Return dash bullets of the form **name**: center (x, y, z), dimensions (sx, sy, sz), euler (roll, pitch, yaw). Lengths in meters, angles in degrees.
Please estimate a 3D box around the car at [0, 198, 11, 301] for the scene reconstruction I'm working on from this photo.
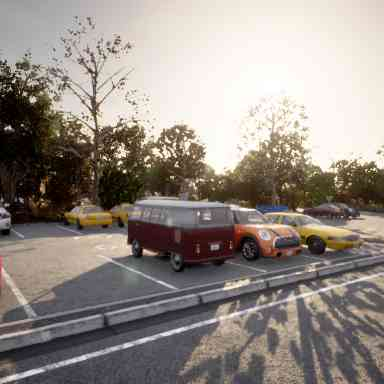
- **car**: center (-5.603, 1.198, 7.266), dimensions (2.435, 2.045, 5.566), euler (0, 0, -36)

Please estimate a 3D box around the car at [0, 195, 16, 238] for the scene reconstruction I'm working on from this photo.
- **car**: center (-11.424, 1.205, 18.130), dimensions (2.435, 2.045, 5.566), euler (0, 0, -36)

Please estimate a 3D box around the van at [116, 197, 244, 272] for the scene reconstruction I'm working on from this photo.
- **van**: center (-0.632, 1.265, 10.960), dimensions (1.878, 1.987, 4.442), euler (1, 0, -36)

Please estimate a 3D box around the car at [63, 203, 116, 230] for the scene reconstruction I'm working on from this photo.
- **car**: center (-6.911, 1.498, 21.642), dimensions (1.946, 1.575, 5.366), euler (1, 0, -36)

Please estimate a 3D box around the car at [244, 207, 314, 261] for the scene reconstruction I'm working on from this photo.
- **car**: center (1.881, 1.395, 12.665), dimensions (2.185, 1.767, 4.553), euler (1, -1, -36)

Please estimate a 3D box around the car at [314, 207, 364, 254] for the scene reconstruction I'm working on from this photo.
- **car**: center (4.374, 1.558, 14.193), dimensions (1.946, 1.575, 5.366), euler (1, -1, -36)

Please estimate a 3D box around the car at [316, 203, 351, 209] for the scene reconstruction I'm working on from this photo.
- **car**: center (14.513, 2.115, 36.798), dimensions (2.002, 1.452, 4.674), euler (2, -1, -36)

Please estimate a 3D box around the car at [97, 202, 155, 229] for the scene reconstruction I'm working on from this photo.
- **car**: center (-4.751, 1.529, 23.196), dimensions (1.946, 1.575, 5.366), euler (1, -1, -36)

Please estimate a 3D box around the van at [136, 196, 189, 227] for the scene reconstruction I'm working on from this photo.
- **van**: center (-2.304, 1.345, 24.585), dimensions (1.878, 1.987, 4.442), euler (1, -1, -36)
